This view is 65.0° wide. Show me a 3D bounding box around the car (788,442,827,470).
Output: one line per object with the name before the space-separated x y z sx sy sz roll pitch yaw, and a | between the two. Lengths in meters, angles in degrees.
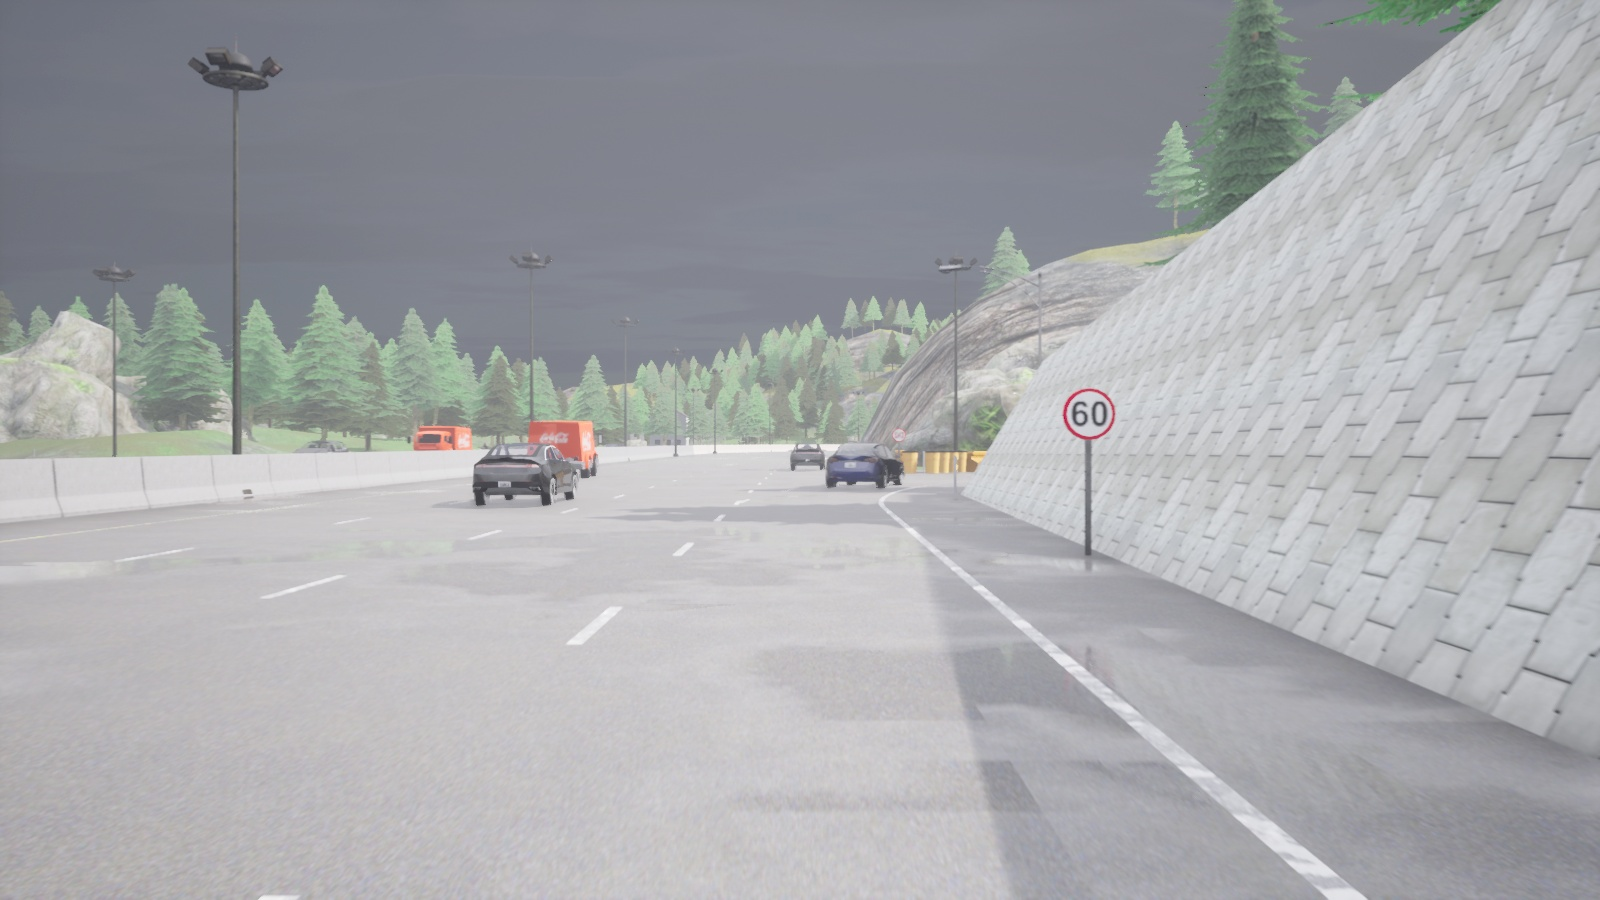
car | 0.413 0.308 69.992 2.128 1.511 4.902 0 0 0

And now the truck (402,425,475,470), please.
truck | -20.577 -0.161 71.791 2.627 2.467 5.204 0 0 0

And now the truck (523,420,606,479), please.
truck | -10.174 -0.050 54.684 2.627 2.467 5.204 0 1 0

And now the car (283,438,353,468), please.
car | -27.576 0.163 71.981 2.242 1.667 4.611 0 0 0

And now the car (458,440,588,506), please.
car | -6.806 0.520 31.423 2.128 1.511 4.902 0 0 0

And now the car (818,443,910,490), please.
car | 2.240 0.509 42.459 2.163 1.488 4.792 0 0 15
